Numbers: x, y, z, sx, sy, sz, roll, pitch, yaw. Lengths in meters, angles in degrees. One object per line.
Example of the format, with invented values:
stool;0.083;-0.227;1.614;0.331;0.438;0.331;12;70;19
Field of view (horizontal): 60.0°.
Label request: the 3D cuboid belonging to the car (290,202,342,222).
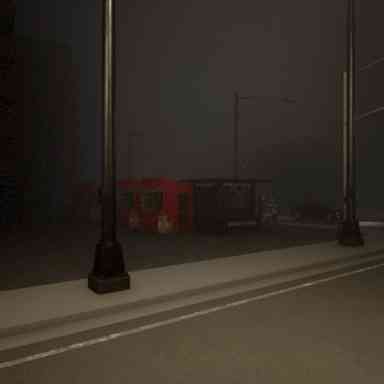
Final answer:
car;10.499;1.612;27.588;1.837;1.490;4.892;0;-1;-36
